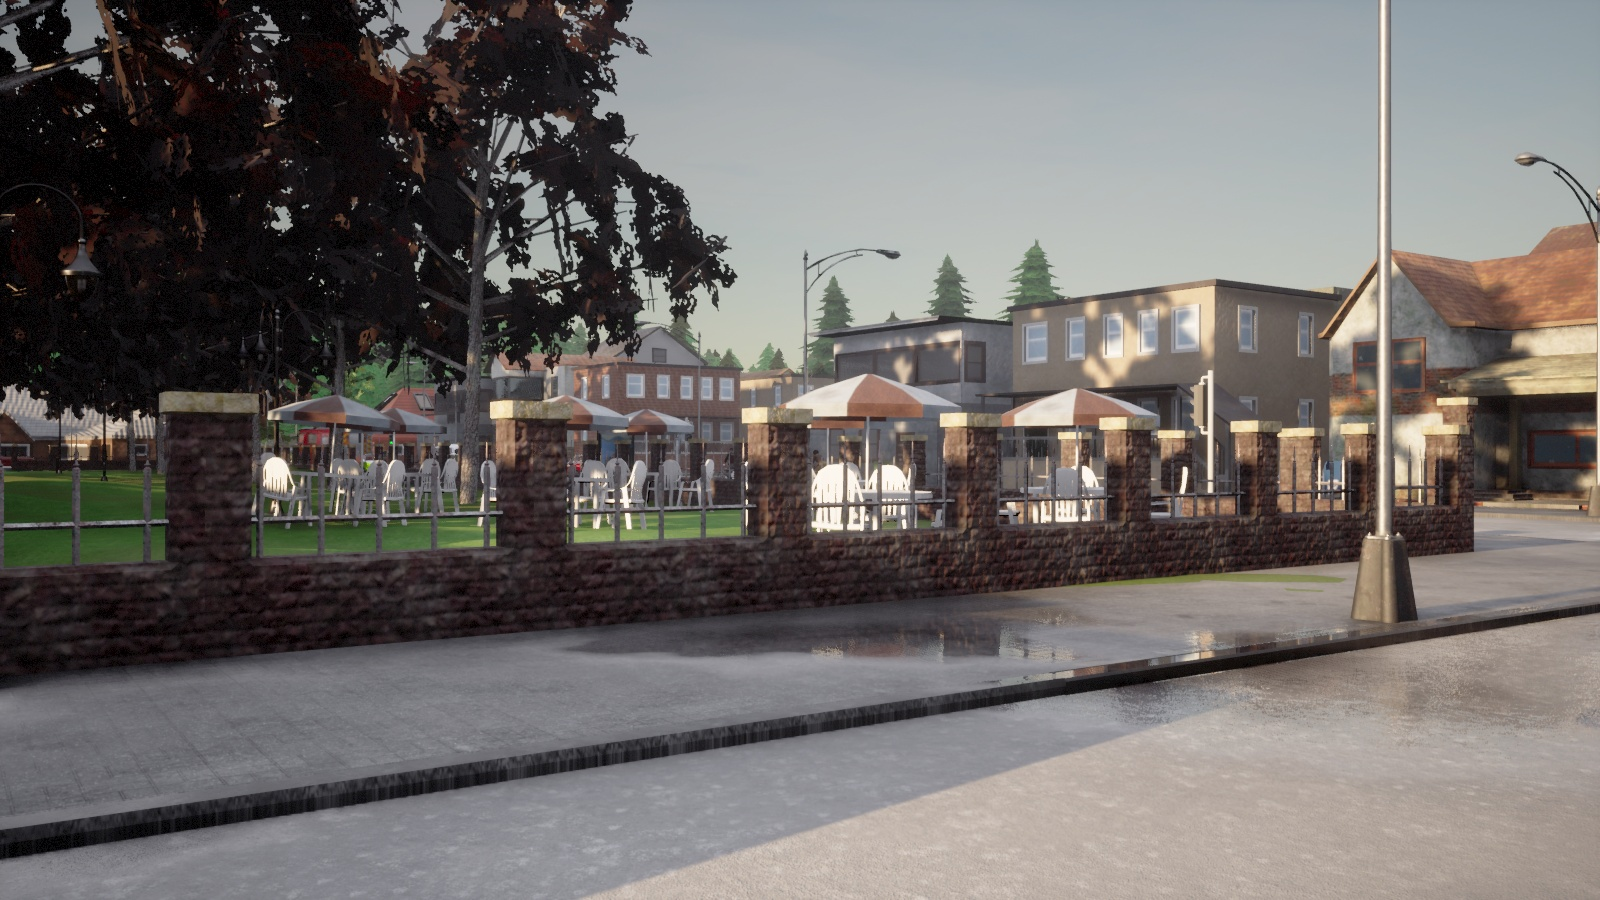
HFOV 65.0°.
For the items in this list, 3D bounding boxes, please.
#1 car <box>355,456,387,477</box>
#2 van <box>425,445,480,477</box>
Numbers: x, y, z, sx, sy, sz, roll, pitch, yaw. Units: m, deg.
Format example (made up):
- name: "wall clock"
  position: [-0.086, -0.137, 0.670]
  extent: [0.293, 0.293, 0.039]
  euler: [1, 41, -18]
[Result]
- name: "car"
  position: [-28.675, 1.066, 83.927]
  extent: [1.481, 1.376, 2.207]
  euler: [0, -1, -36]
- name: "van"
  position: [-22.907, 0.719, 82.694]
  extent: [2.069, 2.038, 4.480]
  euler: [0, 0, -35]
